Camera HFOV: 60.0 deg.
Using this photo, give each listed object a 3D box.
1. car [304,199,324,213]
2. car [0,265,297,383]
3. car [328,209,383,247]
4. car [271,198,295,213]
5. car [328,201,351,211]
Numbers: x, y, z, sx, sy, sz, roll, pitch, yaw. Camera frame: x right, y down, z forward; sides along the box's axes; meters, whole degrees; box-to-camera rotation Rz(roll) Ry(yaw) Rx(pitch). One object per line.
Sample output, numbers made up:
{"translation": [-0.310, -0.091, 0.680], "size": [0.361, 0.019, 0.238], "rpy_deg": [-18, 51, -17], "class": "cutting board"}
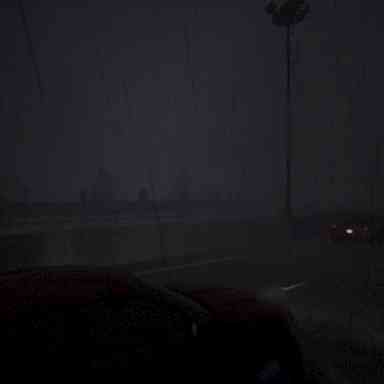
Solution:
{"translation": [16.486, 2.015, 45.401], "size": [1.837, 1.490, 4.892], "rpy_deg": [0, -1, 26], "class": "car"}
{"translation": [-1.047, 1.494, 3.213], "size": [5.008, 1.535, 1.882], "rpy_deg": [1, 0, -36], "class": "car"}
{"translation": [8.336, 1.721, 16.034], "size": [1.994, 1.385, 4.181], "rpy_deg": [0, -1, 45], "class": "car"}
{"translation": [11.984, 1.953, 44.391], "size": [1.882, 1.535, 5.008], "rpy_deg": [0, -1, 28], "class": "car"}
{"translation": [18.192, 2.028, 41.205], "size": [1.994, 1.385, 4.181], "rpy_deg": [0, -1, 29], "class": "car"}
